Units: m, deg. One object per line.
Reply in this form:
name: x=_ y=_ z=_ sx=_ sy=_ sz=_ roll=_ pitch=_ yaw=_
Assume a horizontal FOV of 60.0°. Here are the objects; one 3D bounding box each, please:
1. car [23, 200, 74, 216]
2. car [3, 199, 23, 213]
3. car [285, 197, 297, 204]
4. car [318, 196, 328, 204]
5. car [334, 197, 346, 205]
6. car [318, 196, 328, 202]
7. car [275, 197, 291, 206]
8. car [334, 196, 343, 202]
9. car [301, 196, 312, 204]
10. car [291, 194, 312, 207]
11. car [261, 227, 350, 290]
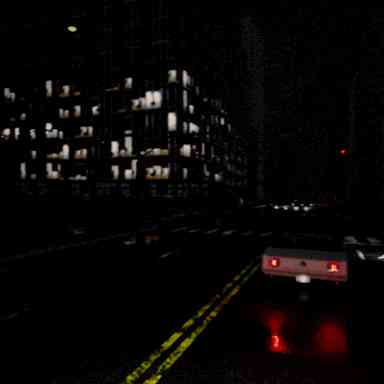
car: x=-12.782 y=1.424 z=30.329 sx=4.313 sy=1.339 sz=1.947 roll=1 pitch=0 yaw=23
car: x=-18.009 y=1.365 z=32.566 sx=4.206 sy=1.307 sz=1.802 roll=1 pitch=0 yaw=23
car: x=21.630 y=1.743 z=72.619 sx=2.033 sy=1.411 sz=5.357 roll=0 pitch=0 yaw=22
car: x=27.165 y=1.822 z=68.955 sx=1.895 sy=1.301 sz=4.718 roll=0 pitch=0 yaw=22
car: x=30.016 y=1.779 z=67.330 sx=2.033 sy=1.411 sz=5.357 roll=0 pitch=0 yaw=22
car: x=30.872 y=1.618 z=78.210 sx=2.128 sy=1.511 sz=4.902 roll=0 pitch=0 yaw=22
car: x=15.851 y=1.645 z=58.331 sx=1.882 sy=1.535 sz=5.008 roll=0 pitch=0 yaw=22
car: x=33.900 y=1.702 z=77.029 sx=1.895 sy=1.301 sz=4.718 roll=0 pitch=0 yaw=22
car: x=24.637 y=1.695 z=71.386 sx=1.882 sy=1.535 sz=5.008 roll=0 pitch=0 yaw=22
car: x=18.850 y=1.401 z=57.072 sx=2.150 sy=2.045 sz=5.566 roll=0 pitch=0 yaw=22
car: x=3.301 y=1.635 z=9.369 sx=1.895 sy=1.301 sz=4.718 roll=0 pitch=0 yaw=23
